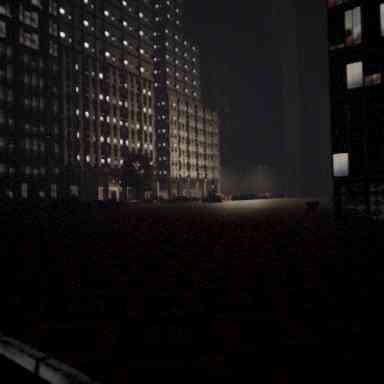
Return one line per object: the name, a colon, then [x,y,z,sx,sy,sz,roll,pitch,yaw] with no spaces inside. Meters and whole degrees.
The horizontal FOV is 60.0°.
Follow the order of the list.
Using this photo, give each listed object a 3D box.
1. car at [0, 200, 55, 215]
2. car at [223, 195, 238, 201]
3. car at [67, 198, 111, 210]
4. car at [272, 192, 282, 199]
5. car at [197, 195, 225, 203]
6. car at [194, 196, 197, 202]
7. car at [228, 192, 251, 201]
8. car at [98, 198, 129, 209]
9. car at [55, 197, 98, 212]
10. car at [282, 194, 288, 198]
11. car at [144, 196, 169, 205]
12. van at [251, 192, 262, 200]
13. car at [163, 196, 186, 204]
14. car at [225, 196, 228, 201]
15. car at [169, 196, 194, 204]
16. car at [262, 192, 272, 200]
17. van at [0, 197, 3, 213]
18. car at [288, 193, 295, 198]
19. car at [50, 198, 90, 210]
car: [-15.580,1.378,30.589,1.752,1.417,4.829,-2,-1,35]
car: [9.404,1.396,80.967,1.887,1.381,4.507,-2,-1,35]
car: [-13.367,1.509,43.341,2.033,1.411,5.357,-2,-1,35]
car: [19.264,0.894,80.973,2.192,1.841,5.009,-2,-1,35]
car: [3.446,1.219,58.170,1.752,1.417,4.829,-2,-1,35]
car: [-0.121,1.471,67.149,2.008,1.369,4.403,-2,-1,35]
car: [9.692,1.088,67.223,1.967,1.590,4.097,-2,-1,35]
car: [-9.336,1.380,39.645,1.802,1.307,4.206,-2,-1,35]
car: [-12.509,1.265,35.048,1.967,1.590,4.097,-2,-1,35]
car: [22.477,1.122,85.542,1.947,1.339,4.313,-2,-1,35]
car: [-6.473,1.409,57.939,1.967,1.590,4.097,-2,-1,35]
van: [12.887,0.965,71.803,1.690,1.788,3.998,-2,-1,35]
car: [-3.296,1.489,62.543,1.887,1.381,4.507,-2,-1,35]
car: [6.226,1.314,76.362,1.967,1.590,4.097,-2,-1,35]
car: [-2.264,1.410,59.274,1.837,1.490,4.892,-2,-1,35]
car: [16.075,1.041,76.389,1.967,1.590,4.097,-2,-1,35]
van: [-22.349,1.443,34.911,1.690,1.788,3.998,-2,-1,35]
car: [25.741,1.060,90.281,1.752,1.417,4.829,-2,-1,35]
car: [-16.092,1.573,43.981,1.752,1.417,4.829,-2,-1,35]
